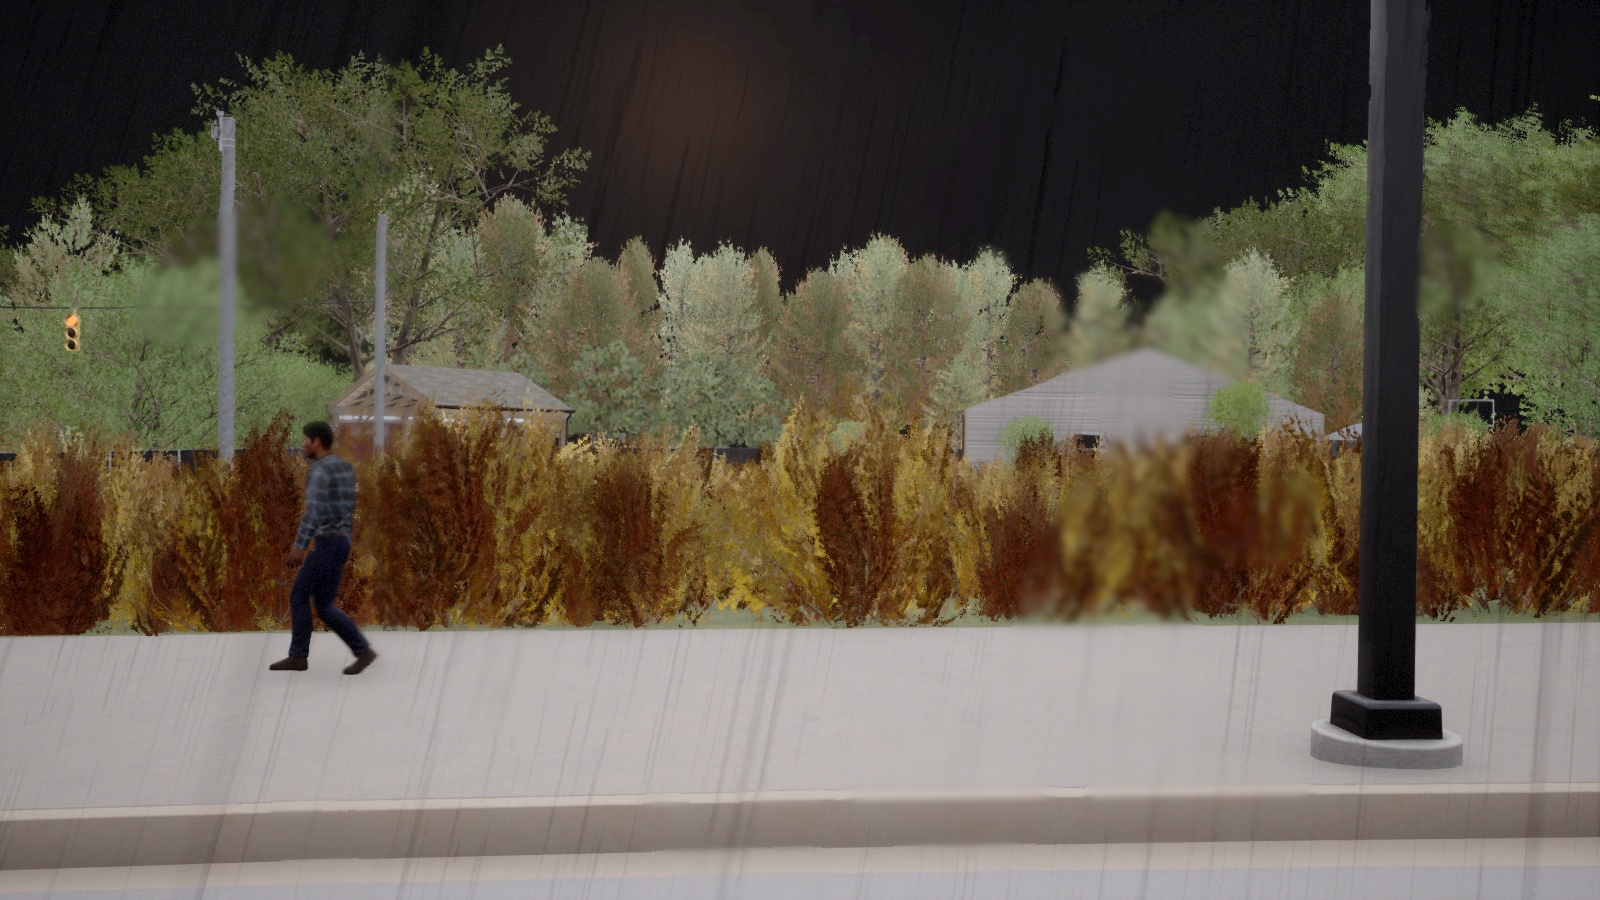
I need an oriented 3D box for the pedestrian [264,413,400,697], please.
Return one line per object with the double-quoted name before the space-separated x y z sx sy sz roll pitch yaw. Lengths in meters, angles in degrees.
"pedestrian" -3.302 0.723 8.897 0.788 1.949 0.423 -1 1 -4
